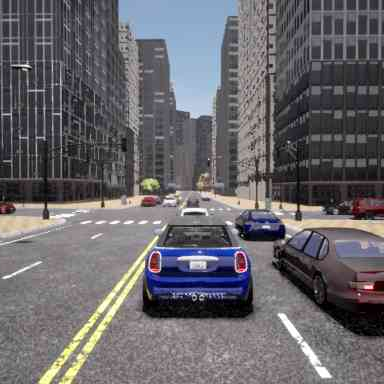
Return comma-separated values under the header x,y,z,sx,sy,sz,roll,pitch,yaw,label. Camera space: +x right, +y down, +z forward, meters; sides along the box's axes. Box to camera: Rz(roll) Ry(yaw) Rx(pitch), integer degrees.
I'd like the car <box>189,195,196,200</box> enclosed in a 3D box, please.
x,y,z,sx,sy,sz,roll,pitch,yaw,label
0.141,1.453,87.958,2.033,1.411,5.357,0,0,0,car

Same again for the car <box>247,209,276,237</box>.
x,y,z,sx,sy,sz,roll,pitch,yaw,label
3.376,1.555,17.057,1.994,1.385,4.181,0,0,0,car

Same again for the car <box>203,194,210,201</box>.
x,y,z,sx,sy,sz,roll,pitch,yaw,label
3.379,1.514,80.062,1.895,1.301,4.718,0,0,0,car

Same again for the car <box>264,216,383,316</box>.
x,y,z,sx,sy,sz,roll,pitch,yaw,label
3.362,1.544,7.817,2.033,1.411,5.357,0,0,0,car

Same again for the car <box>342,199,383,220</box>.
x,y,z,sx,sy,sz,roll,pitch,yaw,label
16.247,1.519,28.807,5.009,1.841,2.192,1,0,1,car

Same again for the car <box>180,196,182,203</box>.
x,y,z,sx,sy,sz,roll,pitch,yaw,label
-3.231,1.501,59.493,2.033,1.411,5.357,0,0,0,car

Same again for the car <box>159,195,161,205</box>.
x,y,z,sx,sy,sz,roll,pitch,yaw,label
-6.480,1.500,59.978,2.033,1.411,5.357,0,0,0,car

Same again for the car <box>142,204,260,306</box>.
x,y,z,sx,sy,sz,roll,pitch,yaw,label
0.113,1.348,8.158,2.097,1.767,4.553,0,0,0,car

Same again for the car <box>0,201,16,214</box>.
x,y,z,sx,sy,sz,roll,pitch,yaw,label
-19.341,1.408,32.038,4.181,1.385,1.994,1,1,1,car

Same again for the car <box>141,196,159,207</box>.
x,y,z,sx,sy,sz,roll,pitch,yaw,label
-6.510,1.442,50.051,1.882,1.535,5.008,0,0,0,car

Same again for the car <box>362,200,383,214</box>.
x,y,z,sx,sy,sz,roll,pitch,yaw,label
21.869,1.643,37.084,4.829,1.417,1.752,1,0,1,car

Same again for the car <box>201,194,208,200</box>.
x,y,z,sx,sy,sz,roll,pitch,yaw,label
3.395,1.267,90.034,1.812,1.442,4.674,0,0,0,car

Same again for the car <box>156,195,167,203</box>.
x,y,z,sx,sy,sz,roll,pitch,yaw,label
-6.388,1.417,70.348,1.882,1.535,5.008,0,0,0,car

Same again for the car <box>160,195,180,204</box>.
x,y,z,sx,sy,sz,roll,pitch,yaw,label
-3.262,1.490,49.802,1.812,1.442,4.674,0,0,0,car

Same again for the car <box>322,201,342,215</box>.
x,y,z,sx,sy,sz,roll,pitch,yaw,label
16.065,1.614,34.604,4.892,1.490,1.837,0,1,0,car

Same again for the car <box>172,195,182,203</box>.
x,y,z,sx,sy,sz,roll,pitch,yaw,label
-3.139,1.418,69.709,1.882,1.535,5.008,0,0,0,car

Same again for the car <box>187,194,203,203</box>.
x,y,z,sx,sy,sz,roll,pitch,yaw,label
0.166,1.453,52.625,2.128,1.511,4.902,0,0,0,car
